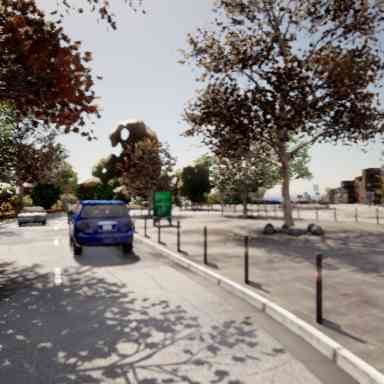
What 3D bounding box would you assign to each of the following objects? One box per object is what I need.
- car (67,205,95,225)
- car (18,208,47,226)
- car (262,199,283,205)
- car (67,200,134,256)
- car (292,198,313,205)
[{"bbox_3d":[-9.382,1.897,28.409,1.994,1.385,4.181,0,-1,-14],"label":"car"},{"bbox_3d":[-12.637,1.921,26.528,1.895,1.301,4.718,0,-1,-22],"label":"car"},{"bbox_3d":[19.703,2.460,79.454,5.008,1.535,1.882,1,-1,-38],"label":"car"},{"bbox_3d":[-3.984,1.354,14.121,2.150,2.045,5.566,0,0,-22],"label":"car"},{"bbox_3d":[30.114,2.555,89.393,4.553,1.767,2.185,-1,-2,15],"label":"car"}]
